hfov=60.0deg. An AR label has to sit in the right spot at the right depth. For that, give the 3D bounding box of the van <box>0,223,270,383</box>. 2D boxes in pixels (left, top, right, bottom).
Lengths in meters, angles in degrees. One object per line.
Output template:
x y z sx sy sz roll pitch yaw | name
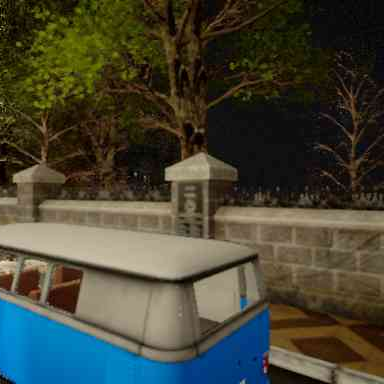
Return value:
-1.147 1.318 3.706 3.998 1.788 1.690 1 0 36 | van
